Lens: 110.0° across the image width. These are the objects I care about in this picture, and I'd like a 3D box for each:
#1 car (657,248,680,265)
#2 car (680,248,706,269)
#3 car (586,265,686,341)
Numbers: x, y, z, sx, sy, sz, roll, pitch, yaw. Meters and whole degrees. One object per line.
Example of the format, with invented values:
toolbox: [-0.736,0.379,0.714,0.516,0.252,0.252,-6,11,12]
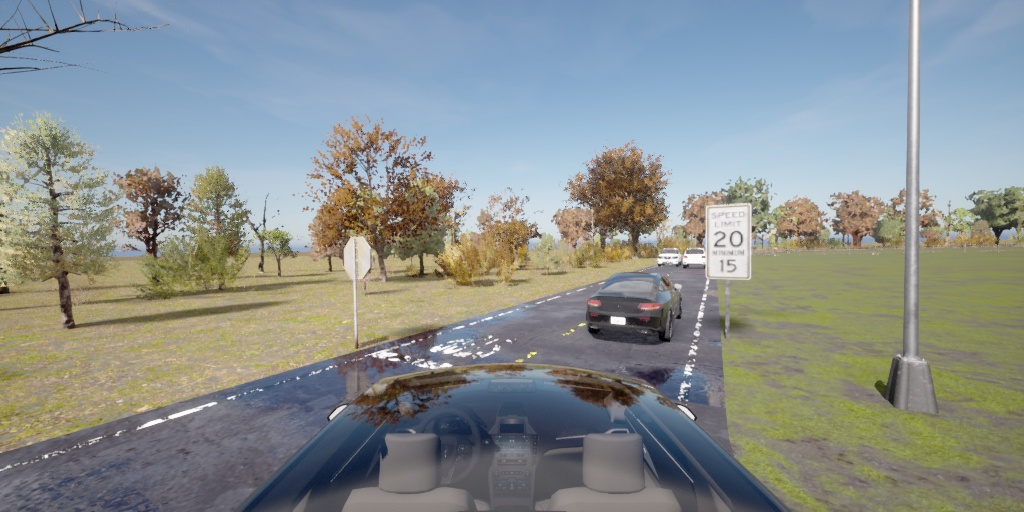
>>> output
car: [18.260,0.132,41.402,2.150,2.045,5.566,0,1,30]
car: [18.948,0.210,36.927,2.150,2.045,5.566,0,1,30]
car: [3.336,1.136,9.449,1.812,1.442,4.674,0,1,30]
